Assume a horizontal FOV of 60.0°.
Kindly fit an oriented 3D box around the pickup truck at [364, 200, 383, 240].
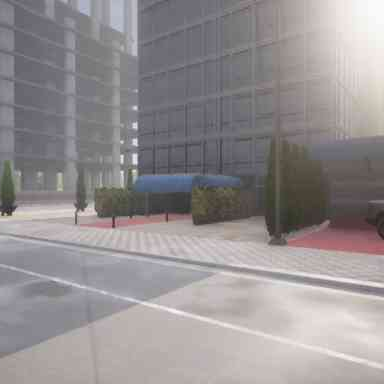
[{"bbox_3d":[10.097,1.057,12.785,2.390,2.098,6.274,0,0,-24],"label":"pickup truck"}]
